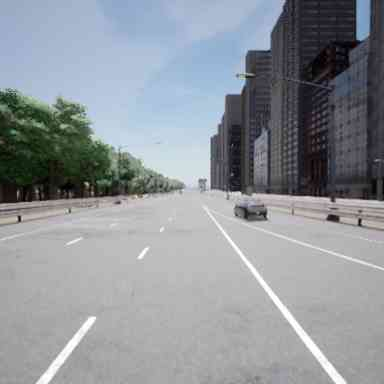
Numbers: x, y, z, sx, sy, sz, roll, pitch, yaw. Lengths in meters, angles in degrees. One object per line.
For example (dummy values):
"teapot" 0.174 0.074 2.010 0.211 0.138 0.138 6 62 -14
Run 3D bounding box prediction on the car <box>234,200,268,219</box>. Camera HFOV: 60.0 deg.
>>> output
"car" 4.811 1.407 27.864 2.128 1.511 4.902 0 0 -6
